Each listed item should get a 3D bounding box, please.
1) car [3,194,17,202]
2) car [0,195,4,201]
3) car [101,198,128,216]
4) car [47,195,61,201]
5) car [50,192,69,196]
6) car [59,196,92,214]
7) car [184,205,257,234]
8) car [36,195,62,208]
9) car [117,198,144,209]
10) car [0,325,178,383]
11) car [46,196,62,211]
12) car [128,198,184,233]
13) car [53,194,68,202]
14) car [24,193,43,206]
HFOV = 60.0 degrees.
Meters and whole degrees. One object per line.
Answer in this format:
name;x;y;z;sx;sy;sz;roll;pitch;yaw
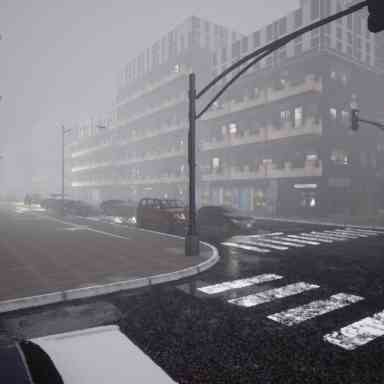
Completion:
car;-38.029;1.412;70.181;1.802;1.307;4.206;0;0;-36
car;-41.345;1.269;74.773;1.967;1.590;4.097;0;0;-36
car;-7.255;1.386;31.984;1.882;1.535;5.008;0;0;-36
car;-31.234;1.379;75.086;2.008;1.369;4.403;0;0;-36
car;-19.628;1.071;49.283;2.150;2.045;5.566;0;0;-36
car;-11.501;1.444;33.441;1.887;1.381;4.507;0;0;-36
car;1.722;1.481;19.373;1.812;1.442;4.674;0;0;-33
car;-18.134;1.436;42.628;1.947;1.339;4.313;0;0;-36
car;-8.023;1.465;42.941;1.802;1.307;4.206;0;0;-36
car;-2.245;1.601;1.544;4.718;1.301;1.895;0;0;-34
car;-14.817;1.451;38.034;1.947;1.339;4.313;0;0;-36
car;-1.552;1.264;19.663;2.192;1.841;5.009;0;0;-36
car;-27.918;1.269;70.495;1.967;1.590;4.097;0;0;-36
car;-24.764;1.162;51.811;2.192;1.841;5.009;0;0;-36
